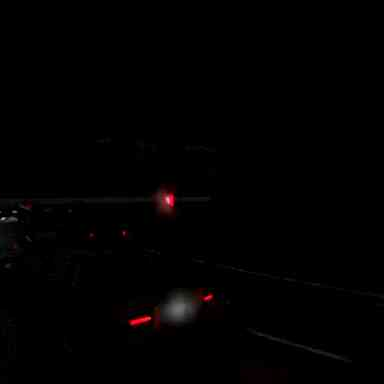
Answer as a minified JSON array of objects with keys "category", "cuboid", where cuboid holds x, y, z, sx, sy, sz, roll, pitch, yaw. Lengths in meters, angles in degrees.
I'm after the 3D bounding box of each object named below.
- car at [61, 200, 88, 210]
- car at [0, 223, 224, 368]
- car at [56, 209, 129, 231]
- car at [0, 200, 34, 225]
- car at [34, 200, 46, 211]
[{"category":"car","cuboid":[-11.472,1.548,32.765,1.882,1.535,5.008,0,0,-8]},{"category":"car","cuboid":[-1.963,1.563,6.019,5.357,1.411,2.033,0,0,44]},{"category":"car","cuboid":[-4.507,1.636,14.415,1.895,1.301,4.718,0,0,-36]},{"category":"car","cuboid":[-12.976,1.521,23.857,2.128,1.511,4.902,0,0,-19]},{"category":"car","cuboid":[-18.668,1.621,38.502,1.994,1.385,4.181,0,0,0]}]
